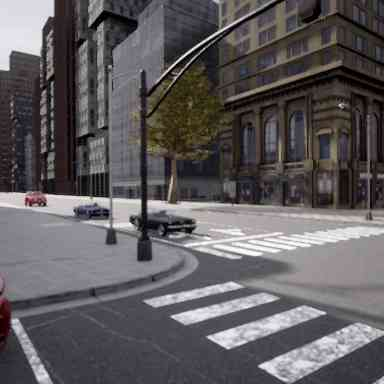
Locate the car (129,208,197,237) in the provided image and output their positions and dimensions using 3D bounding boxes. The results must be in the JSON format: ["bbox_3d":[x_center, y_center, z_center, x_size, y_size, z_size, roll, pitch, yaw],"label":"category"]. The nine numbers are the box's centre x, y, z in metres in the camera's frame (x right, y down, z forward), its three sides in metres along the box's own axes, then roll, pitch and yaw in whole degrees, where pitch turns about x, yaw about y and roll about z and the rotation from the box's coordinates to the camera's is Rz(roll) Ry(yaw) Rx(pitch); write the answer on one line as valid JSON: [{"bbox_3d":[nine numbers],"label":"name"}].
[{"bbox_3d":[-1.714,1.607,18.619,1.895,1.301,4.718,-1,1,-35],"label":"car"}]

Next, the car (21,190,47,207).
[{"bbox_3d":[-22.254,0.948,47.199,2.150,2.045,5.566,-1,1,-36],"label":"car"}]

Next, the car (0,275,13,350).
[{"bbox_3d":[-4.440,1.536,3.470,4.507,1.381,1.887,0,-1,-36],"label":"car"}]

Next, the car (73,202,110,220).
[{"bbox_3d":[-8.373,1.515,27.862,1.895,1.301,4.718,-1,1,-36],"label":"car"}]
